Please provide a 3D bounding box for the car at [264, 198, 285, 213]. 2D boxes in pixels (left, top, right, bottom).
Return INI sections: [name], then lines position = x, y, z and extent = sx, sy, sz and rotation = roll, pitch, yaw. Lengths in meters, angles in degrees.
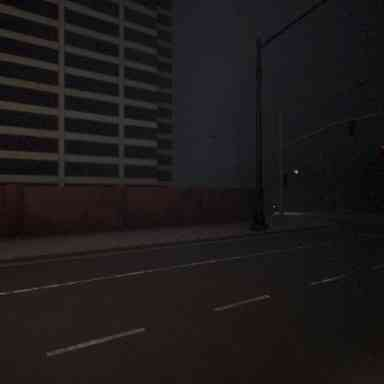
[car]
position = 8.209, 1.504, 37.632
extent = 1.837, 1.490, 4.892
rotation = 0, 0, -36
